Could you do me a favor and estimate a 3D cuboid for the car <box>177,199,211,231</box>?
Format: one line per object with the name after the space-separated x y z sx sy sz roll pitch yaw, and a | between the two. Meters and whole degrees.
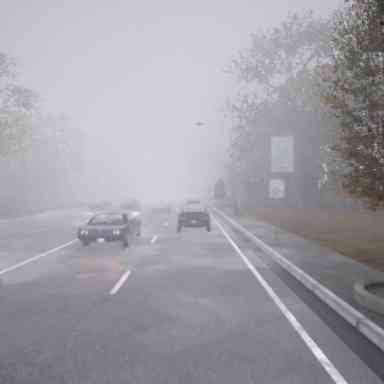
0.098 1.409 20.135 1.882 1.535 5.008 0 1 0 | car

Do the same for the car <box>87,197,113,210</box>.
-10.577 1.348 38.517 1.882 1.535 5.008 0 0 0 | car

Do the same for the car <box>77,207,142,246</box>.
-3.455 1.551 14.904 1.895 1.301 4.718 0 0 0 | car

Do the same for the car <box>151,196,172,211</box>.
-3.404 1.398 37.780 1.812 1.442 4.674 0 0 0 | car

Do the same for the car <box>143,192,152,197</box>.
-10.493 0.692 79.340 1.882 1.535 5.008 0 1 0 | car

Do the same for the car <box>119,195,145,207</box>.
-7.078 1.348 38.506 1.882 1.535 5.008 0 0 0 | car
